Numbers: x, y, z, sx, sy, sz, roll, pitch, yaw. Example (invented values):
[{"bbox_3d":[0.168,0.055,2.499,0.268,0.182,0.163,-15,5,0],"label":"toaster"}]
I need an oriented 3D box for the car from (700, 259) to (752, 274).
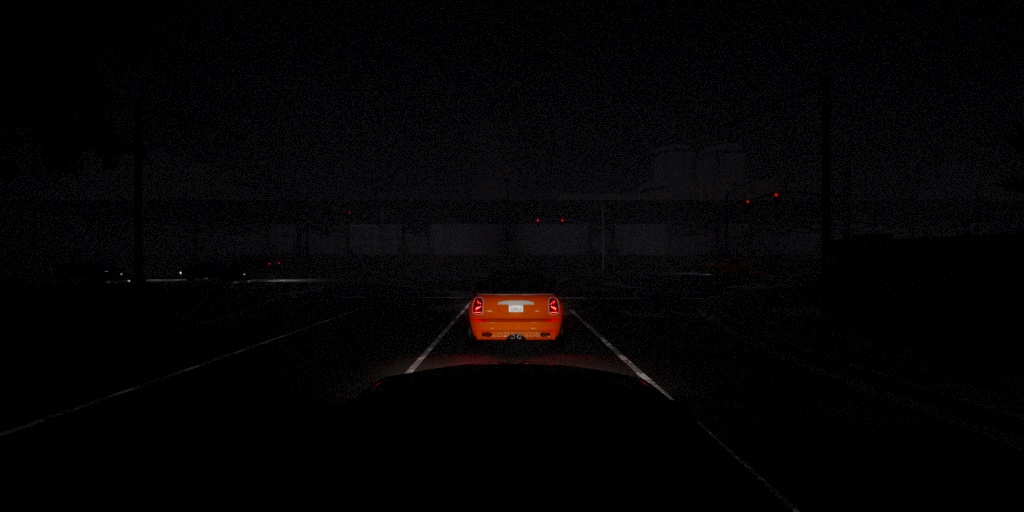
[{"bbox_3d":[23.217,1.098,39.037,5.008,1.535,1.882,-1,0,1],"label":"car"}]

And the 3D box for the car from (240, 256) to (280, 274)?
[{"bbox_3d":[-29.235,0.971,40.339,5.566,2.045,2.150,0,0,1],"label":"car"}]

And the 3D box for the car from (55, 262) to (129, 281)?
[{"bbox_3d":[-34.853,1.242,29.842,4.902,1.511,2.128,0,0,2],"label":"car"}]

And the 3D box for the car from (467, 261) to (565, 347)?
[{"bbox_3d":[0.081,1.103,9.502,2.097,1.767,4.553,0,0,0],"label":"car"}]

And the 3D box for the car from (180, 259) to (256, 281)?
[{"bbox_3d":[-24.460,1.242,29.537,4.902,1.511,2.128,0,0,1],"label":"car"}]

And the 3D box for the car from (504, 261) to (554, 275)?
[{"bbox_3d":[1.853,1.288,39.572,5.357,1.411,2.033,0,0,1],"label":"car"}]
